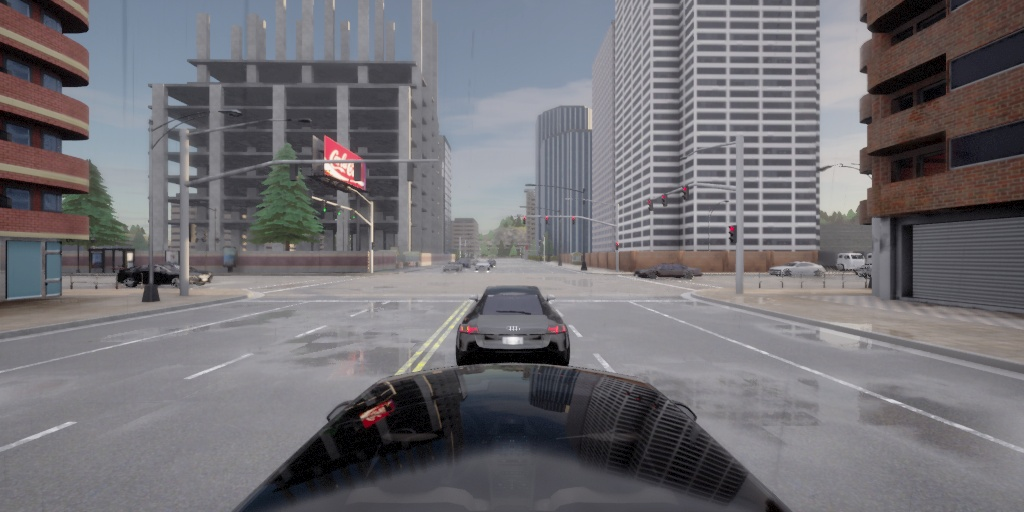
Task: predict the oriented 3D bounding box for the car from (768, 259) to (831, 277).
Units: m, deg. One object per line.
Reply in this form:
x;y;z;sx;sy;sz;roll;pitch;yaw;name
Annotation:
27.132;1.275;34.218;4.674;1.442;1.812;0;0;-1;car

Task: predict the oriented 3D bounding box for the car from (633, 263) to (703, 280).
13.245;1.297;30.532;5.357;1.411;2.033;0;0;-1;car

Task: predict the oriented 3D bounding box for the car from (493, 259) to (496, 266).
-4.127;1.350;60.311;1.895;1.301;4.718;0;0;-1;car

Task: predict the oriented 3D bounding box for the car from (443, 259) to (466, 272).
-7.524;1.351;45.839;1.895;1.301;4.718;0;0;0;car

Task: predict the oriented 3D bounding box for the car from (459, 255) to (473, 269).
-7.589;1.104;54.990;2.097;1.767;4.553;0;0;0;car

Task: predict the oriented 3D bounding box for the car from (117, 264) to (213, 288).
-22.011;1.241;22.805;4.902;1.511;2.128;0;0;-1;car

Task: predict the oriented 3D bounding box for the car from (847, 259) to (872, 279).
32.388;1.241;30.797;4.902;1.511;2.128;0;0;-1;car

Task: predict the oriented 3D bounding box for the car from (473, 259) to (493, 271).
-4.035;1.276;49.991;1.812;1.442;4.674;0;0;-1;car

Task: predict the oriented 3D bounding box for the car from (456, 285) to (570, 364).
0.011;1.314;7.709;1.994;1.385;4.181;0;0;0;car
